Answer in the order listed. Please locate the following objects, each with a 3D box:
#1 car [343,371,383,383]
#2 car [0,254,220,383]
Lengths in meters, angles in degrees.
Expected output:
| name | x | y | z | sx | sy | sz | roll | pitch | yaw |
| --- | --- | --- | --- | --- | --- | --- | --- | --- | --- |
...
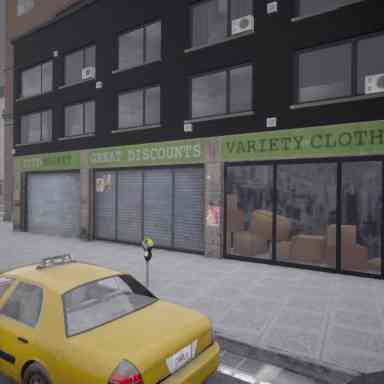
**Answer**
| name | x | y | z | sx | sy | sz | roll | pitch | yaw |
| --- | --- | --- | --- | --- | --- | --- | --- | --- | --- |
| car | 2.717 | 1.551 | 1.156 | 4.403 | 1.369 | 2.008 | 0 | 1 | 35 |
| car | -1.975 | 1.524 | 4.491 | 4.829 | 1.417 | 1.752 | 0 | 1 | 35 |
